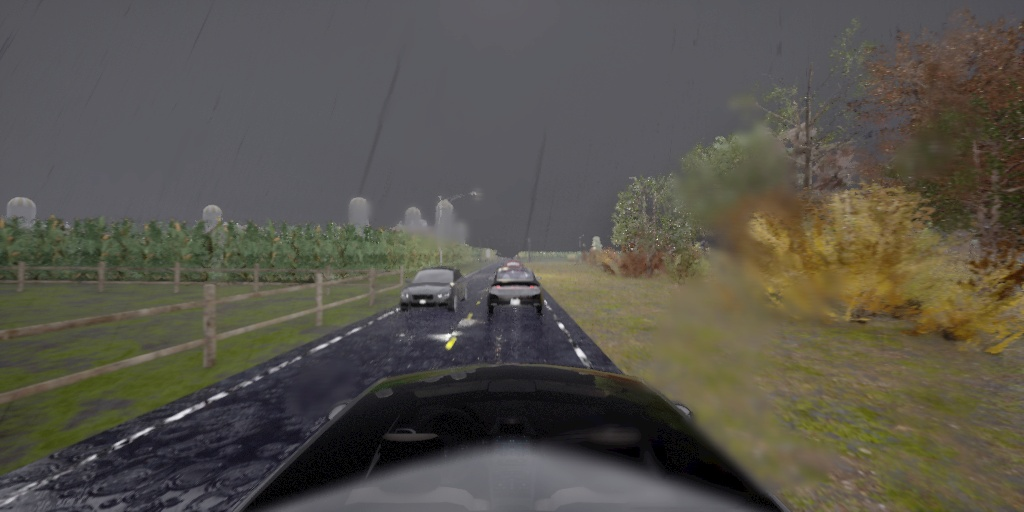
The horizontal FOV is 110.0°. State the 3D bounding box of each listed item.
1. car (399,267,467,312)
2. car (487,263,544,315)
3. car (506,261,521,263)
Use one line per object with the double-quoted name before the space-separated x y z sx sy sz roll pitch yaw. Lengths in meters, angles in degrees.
"car" -2.848 1.192 13.859 1.837 1.490 4.892 0 0 0
"car" 0.101 1.181 13.320 2.128 1.511 4.902 0 0 0
"car" 0.102 1.120 31.981 1.812 1.442 4.674 0 0 0
